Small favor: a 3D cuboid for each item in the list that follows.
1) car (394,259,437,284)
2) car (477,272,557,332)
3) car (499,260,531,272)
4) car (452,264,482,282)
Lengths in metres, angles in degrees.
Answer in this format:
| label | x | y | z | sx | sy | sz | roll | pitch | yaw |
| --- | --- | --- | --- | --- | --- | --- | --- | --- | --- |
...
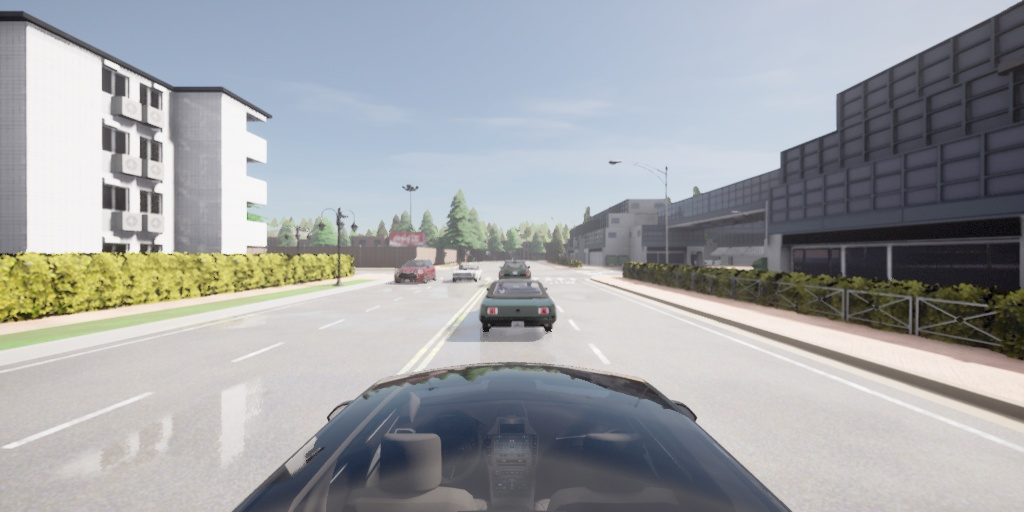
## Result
| label | x | y | z | sx | sy | sz | roll | pitch | yaw |
| --- | --- | --- | --- | --- | --- | --- | --- | --- | --- |
| car | -6.925 | 1.045 | 26.060 | 2.097 | 1.767 | 4.553 | 0 | 0 | 1 |
| car | 0.143 | 1.330 | 10.728 | 1.895 | 1.301 | 4.718 | 0 | 0 | 0 |
| car | 0.182 | 1.051 | 23.963 | 2.097 | 1.767 | 4.553 | 0 | 0 | 0 |
| car | -3.404 | 1.322 | 27.693 | 1.895 | 1.301 | 4.718 | 0 | 0 | 0 |
